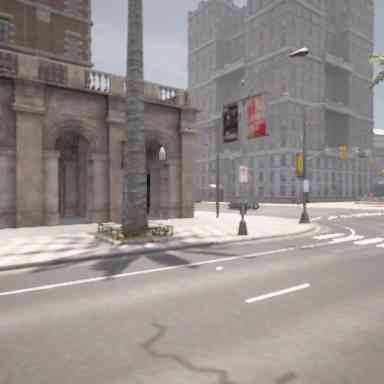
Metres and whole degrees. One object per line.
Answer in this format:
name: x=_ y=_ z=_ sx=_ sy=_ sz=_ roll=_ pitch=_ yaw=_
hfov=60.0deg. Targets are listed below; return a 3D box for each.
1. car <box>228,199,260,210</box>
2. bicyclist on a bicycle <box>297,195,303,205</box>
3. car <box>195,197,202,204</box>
car: x=6.440 y=1.545 z=41.257 sx=1.994 sy=1.385 sz=4.181 roll=0 pitch=0 yaw=-36
bicyclist on a bicycle: x=16.789 y=1.271 z=51.676 sx=1.656 sy=1.620 sz=0.582 roll=0 pitch=0 yaw=-36
car: x=-0.272 y=1.524 z=62.765 sx=2.033 sy=1.411 sz=5.357 roll=0 pitch=0 yaw=-36
